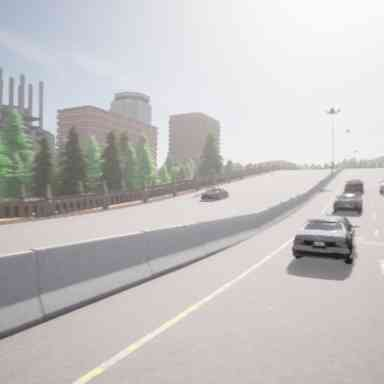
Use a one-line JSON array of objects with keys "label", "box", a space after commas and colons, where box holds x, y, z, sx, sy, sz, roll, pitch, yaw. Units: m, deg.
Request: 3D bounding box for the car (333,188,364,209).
[{"label": "car", "box": [12.374, 0.774, 26.301, 1.994, 1.385, 4.181, 0, 5, 28]}]

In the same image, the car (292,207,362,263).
[{"label": "car", "box": [5.053, 1.573, 12.380, 2.033, 1.411, 5.357, 0, 1, 28]}]

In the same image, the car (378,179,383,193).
[{"label": "car", "box": [21.902, -0.735, 36.896, 1.812, 1.442, 4.674, 0, 7, 28]}]

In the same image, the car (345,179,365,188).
[{"label": "car", "box": [18.829, -0.807, 38.572, 1.882, 1.535, 5.008, 0, 7, 28]}]

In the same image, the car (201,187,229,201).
[{"label": "car", "box": [2.606, 0.144, 37.896, 1.994, 1.385, 4.181, 0, 6, 29]}]
